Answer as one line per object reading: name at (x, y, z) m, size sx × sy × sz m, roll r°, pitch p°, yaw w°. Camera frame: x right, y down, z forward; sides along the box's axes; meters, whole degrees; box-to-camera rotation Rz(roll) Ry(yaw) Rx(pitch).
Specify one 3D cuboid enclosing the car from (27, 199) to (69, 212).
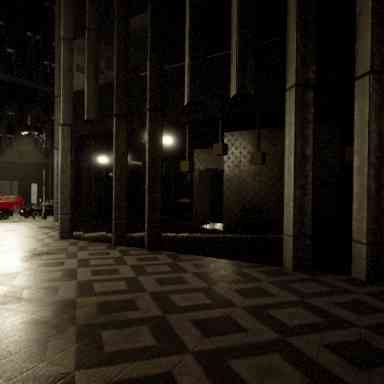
car at (-17.596, 1.634, 40.777) m, size 1.947 × 1.339 × 4.313 m, roll 1°, pitch 0°, yaw 35°

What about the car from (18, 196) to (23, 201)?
car at (-20.848, 1.354, 36.167) m, size 2.192 × 1.841 × 5.009 m, roll 1°, pitch 0°, yaw 35°

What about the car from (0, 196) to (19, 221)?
car at (-17.147, 1.463, 26.632) m, size 2.192 × 1.841 × 5.009 m, roll 1°, pitch 0°, yaw 35°

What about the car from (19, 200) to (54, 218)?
car at (-13.894, 1.743, 31.242) m, size 1.947 × 1.339 × 4.313 m, roll 1°, pitch 0°, yaw 35°
